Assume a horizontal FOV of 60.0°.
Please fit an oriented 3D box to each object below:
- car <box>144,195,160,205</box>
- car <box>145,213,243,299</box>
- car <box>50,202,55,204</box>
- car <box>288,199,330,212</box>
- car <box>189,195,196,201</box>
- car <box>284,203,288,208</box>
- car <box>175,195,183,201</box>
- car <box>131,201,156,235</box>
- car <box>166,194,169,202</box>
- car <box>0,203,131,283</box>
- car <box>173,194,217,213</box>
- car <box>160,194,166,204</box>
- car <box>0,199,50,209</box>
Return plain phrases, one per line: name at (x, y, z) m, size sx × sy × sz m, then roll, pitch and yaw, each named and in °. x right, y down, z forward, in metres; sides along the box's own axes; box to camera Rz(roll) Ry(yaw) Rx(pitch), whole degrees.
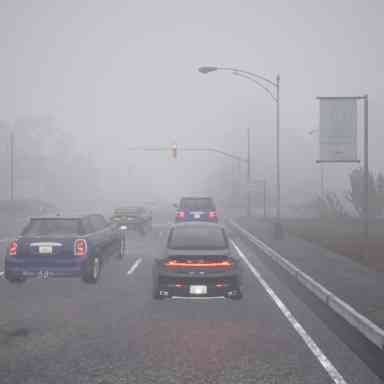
car at (-6.964, 1.526, 55.740) m, size 1.812 × 1.442 × 4.674 m, roll 0°, pitch 0°, yaw 0°
car at (0.118, 1.505, 8.400) m, size 1.837 × 1.490 × 4.892 m, roll 0°, pitch 0°, yaw 0°
car at (-17.035, 1.492, 36.794) m, size 4.902 × 1.511 × 2.128 m, roll 0°, pitch 0°, yaw 3°
car at (14.136, 1.505, 38.667) m, size 4.892 × 1.490 × 1.837 m, roll 0°, pitch 0°, yaw 3°
car at (0.187, 1.471, 85.950) m, size 1.882 × 1.535 × 5.008 m, roll 0°, pitch 0°, yaw 0°
car at (14.545, 1.547, 42.150) m, size 5.357 × 1.411 × 2.033 m, roll 0°, pitch 0°, yaw 3°
car at (-3.312, 1.471, 85.958) m, size 1.882 × 1.535 × 5.008 m, roll 0°, pitch 0°, yaw 0°
car at (-3.360, 1.505, 18.774) m, size 1.837 × 1.490 × 4.892 m, roll 0°, pitch 0°, yaw 0°
car at (-6.835, 1.478, 75.698) m, size 1.882 × 1.535 × 5.008 m, roll 0°, pitch 0°, yaw 0°
car at (-3.379, 1.352, 9.815) m, size 2.097 × 1.767 × 4.553 m, roll 0°, pitch 0°, yaw 0°
car at (0.163, 1.221, 18.248) m, size 2.150 × 2.045 × 5.566 m, roll 0°, pitch 0°, yaw -2°
car at (-6.894, 1.547, 65.467) m, size 2.033 × 1.411 × 5.357 m, roll 0°, pitch 0°, yaw 1°
car at (-17.154, 1.492, 32.858) m, size 4.902 × 1.511 × 2.128 m, roll 0°, pitch 0°, yaw 10°
